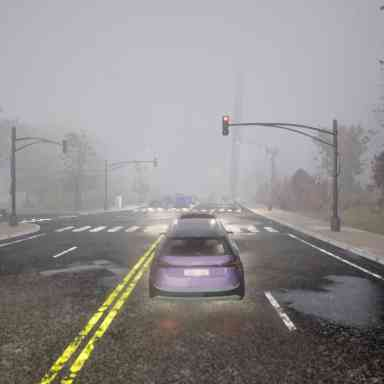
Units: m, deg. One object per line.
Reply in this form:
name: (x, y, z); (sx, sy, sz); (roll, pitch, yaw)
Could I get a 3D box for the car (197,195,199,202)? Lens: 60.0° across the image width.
car: (0.514, 1.360, 71.749); (1.882, 1.535, 5.008); (0, 0, 6)

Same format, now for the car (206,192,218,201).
car: (4.443, 1.408, 77.888); (1.994, 1.385, 4.181); (0, 0, 6)

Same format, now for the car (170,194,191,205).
car: (-1.605, 1.425, 48.076); (1.882, 1.535, 5.008); (0, 0, 4)

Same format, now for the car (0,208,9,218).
car: (-18.936, 1.759, 29.705); (4.718, 1.301, 1.895); (-1, -1, 9)

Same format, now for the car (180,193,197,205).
car: (-0.722, 1.399, 59.264); (1.882, 1.535, 5.008); (0, 0, 5)

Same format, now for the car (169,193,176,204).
car: (-4.160, 1.407, 57.208); (1.882, 1.535, 5.008); (0, 0, 5)

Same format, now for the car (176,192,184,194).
car: (-2.698, 1.109, 72.278); (2.150, 2.045, 5.566); (0, 0, 6)

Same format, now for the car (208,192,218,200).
car: (5.632, 1.032, 87.818); (2.150, 2.045, 5.566); (0, 0, 7)

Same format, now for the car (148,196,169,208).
car: (-4.896, 1.515, 47.406); (1.994, 1.385, 4.181); (0, 0, 5)

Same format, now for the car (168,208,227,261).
car: (0.237, 1.484, 13.234); (1.882, 1.535, 5.008); (0, -1, 2)

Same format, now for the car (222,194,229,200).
car: (8.853, 1.304, 87.387); (1.837, 1.490, 4.892); (0, 0, 7)

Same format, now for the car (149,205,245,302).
car: (0.109, 1.430, 8.344); (2.033, 1.649, 4.856); (-1, 3, 1)

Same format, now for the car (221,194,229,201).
car: (7.634, 1.448, 77.167); (1.895, 1.301, 4.718); (0, 0, 6)
